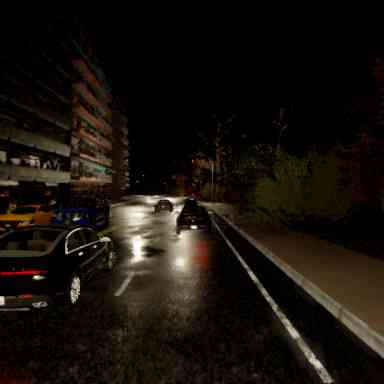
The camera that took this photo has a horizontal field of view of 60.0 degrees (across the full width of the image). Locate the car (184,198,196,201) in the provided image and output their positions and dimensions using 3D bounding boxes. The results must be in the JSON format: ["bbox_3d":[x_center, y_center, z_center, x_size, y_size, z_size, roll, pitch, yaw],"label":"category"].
[{"bbox_3d":[-0.285,1.578,53.302,1.994,1.385,4.181,0,0,-2],"label":"car"}]

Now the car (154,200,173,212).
[{"bbox_3d":[-3.207,1.573,38.399,1.994,1.385,4.181,0,0,-1],"label":"car"}]

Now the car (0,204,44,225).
[{"bbox_3d":[-9.749,1.514,20.127,1.882,1.535,5.008,0,0,0],"label":"car"}]

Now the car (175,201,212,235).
[{"bbox_3d":[0.101,1.508,19.027,1.837,1.490,4.892,0,0,0],"label":"car"}]

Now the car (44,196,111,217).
[{"bbox_3d":[-6.499,1.276,20.096,2.150,2.045,5.566,0,0,0],"label":"car"}]

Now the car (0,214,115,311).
[{"bbox_3d":[-3.151,1.504,7.781,1.837,1.490,4.892,0,0,0],"label":"car"}]
